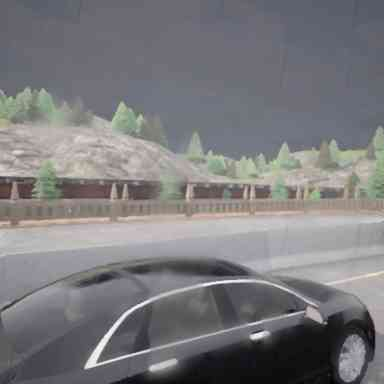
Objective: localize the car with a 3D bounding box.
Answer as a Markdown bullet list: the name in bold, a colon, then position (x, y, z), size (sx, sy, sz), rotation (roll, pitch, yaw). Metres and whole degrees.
- **car**: position (0.085, 1.501, 3.678), size (4.892, 1.490, 1.837), rotation (0, 0, -34)
